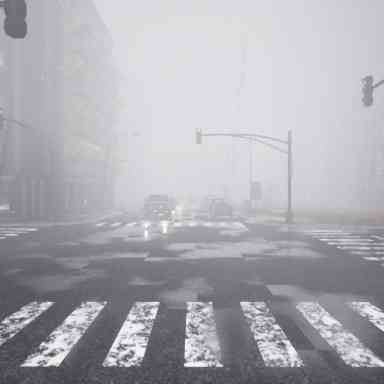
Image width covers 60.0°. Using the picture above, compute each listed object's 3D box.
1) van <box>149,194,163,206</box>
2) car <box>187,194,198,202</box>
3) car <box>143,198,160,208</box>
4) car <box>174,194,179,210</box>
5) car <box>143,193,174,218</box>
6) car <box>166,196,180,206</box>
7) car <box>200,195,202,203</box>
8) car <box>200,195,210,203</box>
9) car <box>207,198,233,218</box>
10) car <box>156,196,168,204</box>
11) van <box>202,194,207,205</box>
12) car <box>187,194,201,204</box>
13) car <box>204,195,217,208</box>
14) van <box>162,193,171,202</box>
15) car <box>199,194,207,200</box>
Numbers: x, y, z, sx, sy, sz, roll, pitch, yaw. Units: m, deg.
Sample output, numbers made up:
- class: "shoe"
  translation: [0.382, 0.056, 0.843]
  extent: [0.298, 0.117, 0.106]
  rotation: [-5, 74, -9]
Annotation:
- class: "van"
  translation: [-5.658, 1.286, 52.508]
  extent: [1.690, 1.788, 3.998]
  rotation: [-1, 0, 0]
- class: "car"
  translation: [0.091, 1.264, 70.979]
  extent: [2.097, 1.767, 4.553]
  rotation: [0, 0, 0]
- class: "car"
  translation: [-5.660, 1.520, 46.863]
  extent: [1.947, 1.339, 4.313]
  rotation: [-1, 0, 0]
- class: "car"
  translation: [-3.057, 1.438, 42.098]
  extent: [1.882, 1.535, 5.008]
  rotation: [0, 0, 0]
- class: "car"
  translation: [-3.065, 1.198, 30.415]
  extent: [2.150, 2.045, 5.566]
  rotation: [0, 0, 0]
- class: "car"
  translation: [-3.032, 1.489, 55.002]
  extent: [2.033, 1.411, 5.357]
  rotation: [0, 0, 0]
- class: "car"
  translation: [2.692, 1.490, 52.535]
  extent: [1.887, 1.381, 4.507]
  rotation: [-1, 0, 0]
- class: "car"
  translation: [2.712, 1.353, 69.472]
  extent: [1.967, 1.590, 4.097]
  rotation: [-1, 0, 0]
- class: "car"
  translation: [2.673, 1.522, 29.951]
  extent: [1.887, 1.381, 4.507]
  rotation: [-1, 0, 0]
- class: "car"
  translation: [-5.645, 1.470, 63.800]
  extent: [1.887, 1.381, 4.507]
  rotation: [-1, 0, 0]
- class: "van"
  translation: [2.685, 1.295, 46.888]
  extent: [1.690, 1.788, 3.998]
  rotation: [-1, 0, 0]
- class: "car"
  translation: [0.154, 1.479, 60.352]
  extent: [2.033, 1.411, 5.357]
  rotation: [0, 0, 0]
- class: "car"
  translation: [2.676, 1.410, 35.597]
  extent: [1.967, 1.590, 4.097]
  rotation: [-1, 0, 0]
- class: "van"
  translation: [-5.638, 1.242, 75.094]
  extent: [1.690, 1.788, 3.998]
  rotation: [-1, 0, 0]
- class: "car"
  translation: [2.757, 1.313, 86.409]
  extent: [1.967, 1.590, 4.097]
  rotation: [-1, 0, 0]
